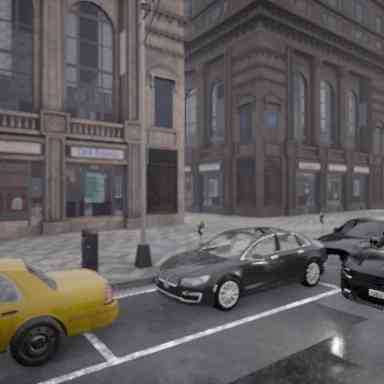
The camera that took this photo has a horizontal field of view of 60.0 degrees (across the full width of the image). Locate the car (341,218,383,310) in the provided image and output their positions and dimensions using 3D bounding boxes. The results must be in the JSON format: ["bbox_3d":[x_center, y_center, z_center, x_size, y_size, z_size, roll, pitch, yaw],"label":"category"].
[{"bbox_3d":[5.134,1.423,7.042,5.008,1.535,1.882,0,0,-35],"label":"car"}]

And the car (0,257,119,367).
[{"bbox_3d":[-3.401,1.529,4.219,4.829,1.417,1.752,0,0,-35],"label":"car"}]

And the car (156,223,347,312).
[{"bbox_3d":[1.297,1.516,7.571,4.403,1.369,2.008,0,0,-35],"label":"car"}]

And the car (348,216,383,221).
[{"bbox_3d":[5.858,1.493,10.824,4.313,1.339,1.947,0,0,-35],"label":"car"}]
